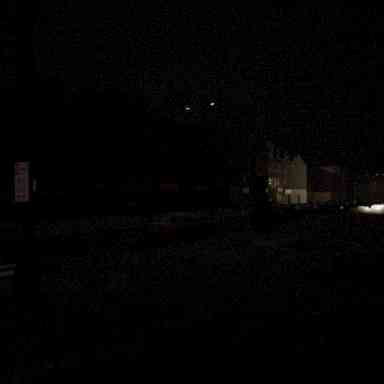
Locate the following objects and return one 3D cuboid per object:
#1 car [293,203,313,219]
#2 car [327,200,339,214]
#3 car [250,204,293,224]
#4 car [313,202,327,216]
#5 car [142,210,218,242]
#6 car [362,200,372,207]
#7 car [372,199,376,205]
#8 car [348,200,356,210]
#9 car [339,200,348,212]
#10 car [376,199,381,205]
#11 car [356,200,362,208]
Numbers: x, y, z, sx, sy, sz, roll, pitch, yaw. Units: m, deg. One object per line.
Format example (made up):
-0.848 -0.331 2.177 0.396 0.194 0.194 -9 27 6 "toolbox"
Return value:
9.237 1.741 30.533 2.008 1.369 4.403 -1 -1 35 "car"
15.737 1.832 39.716 1.887 1.381 4.507 -1 -1 35 "car"
5.987 1.713 25.941 1.947 1.339 4.313 -1 -1 35 "car"
12.488 1.819 35.124 1.802 1.307 4.206 -1 -1 35 "car"
-0.415 1.597 16.896 1.752 1.417 4.829 -1 -1 35 "car"
31.989 2.144 62.675 2.008 1.369 4.403 -1 -1 35 "car"
35.238 2.209 67.266 1.887 1.381 4.507 -1 -2 35 "car"
22.238 1.950 48.900 2.008 1.369 4.403 -1 -1 35 "car"
18.987 1.782 44.310 1.967 1.590 4.097 -1 -1 35 "car"
44.988 2.458 81.039 2.008 1.369 4.403 -2 -2 35 "car"
25.488 2.011 53.491 2.008 1.369 4.403 -1 -1 35 "car"
